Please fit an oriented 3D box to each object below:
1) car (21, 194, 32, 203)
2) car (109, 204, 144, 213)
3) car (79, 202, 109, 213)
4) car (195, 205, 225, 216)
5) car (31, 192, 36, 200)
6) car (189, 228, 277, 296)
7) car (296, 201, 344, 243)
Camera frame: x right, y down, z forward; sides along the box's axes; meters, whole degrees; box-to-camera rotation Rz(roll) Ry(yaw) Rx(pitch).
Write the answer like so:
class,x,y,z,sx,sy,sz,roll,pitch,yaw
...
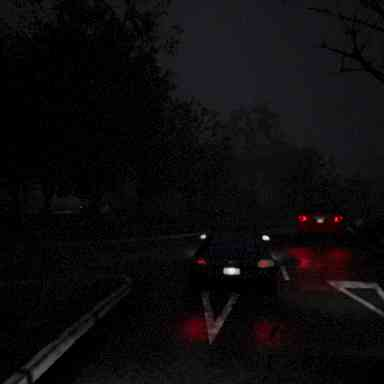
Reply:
class,x,y,z,sx,sy,sz,roll,pitch,yaw
car,-39.414,1.771,77.517,1.946,1.575,5.366,1,2,-17
car,-9.578,2.567,50.286,4.674,1.442,1.812,0,-2,20
car,-15.629,2.462,53.401,4.553,1.767,2.097,0,-1,-7
car,2.317,2.409,43.213,1.812,1.442,4.674,1,-2,-35
car,-41.010,1.566,82.800,1.946,1.575,5.366,1,2,-17
car,1.123,1.654,8.949,1.994,1.385,4.181,0,-1,8
car,6.833,1.484,17.901,2.150,2.045,5.566,0,-1,20
